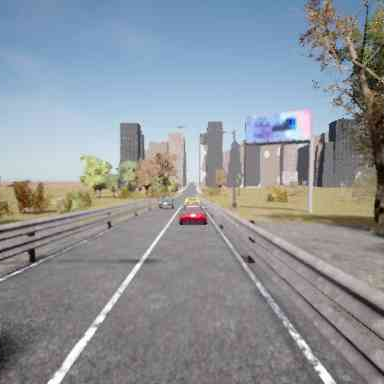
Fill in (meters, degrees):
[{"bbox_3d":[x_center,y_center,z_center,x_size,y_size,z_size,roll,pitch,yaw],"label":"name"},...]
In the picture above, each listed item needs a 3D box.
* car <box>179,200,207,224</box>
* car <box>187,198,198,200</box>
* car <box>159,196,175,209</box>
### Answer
[{"bbox_3d":[0.082,1.556,24.775,1.994,1.385,4.181,0,0,0],"label":"car"},{"bbox_3d":[0.066,1.464,42.512,1.882,1.535,5.008,0,0,0],"label":"car"},{"bbox_3d":[-3.287,1.317,43.737,2.128,1.511,4.902,0,0,0],"label":"car"}]
